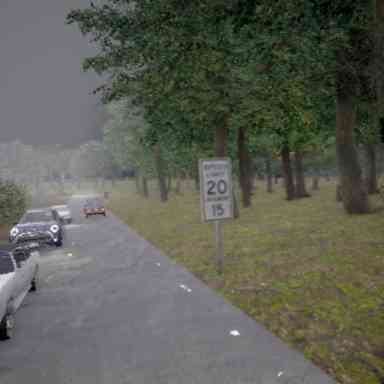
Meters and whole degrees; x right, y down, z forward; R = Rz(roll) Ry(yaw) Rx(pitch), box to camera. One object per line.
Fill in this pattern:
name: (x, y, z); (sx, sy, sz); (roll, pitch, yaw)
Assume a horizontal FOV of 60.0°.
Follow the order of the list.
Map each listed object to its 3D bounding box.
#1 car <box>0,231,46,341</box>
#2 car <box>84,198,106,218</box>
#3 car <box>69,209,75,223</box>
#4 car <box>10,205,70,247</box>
car: (-4.318, 1.835, 6.663); (1.895, 1.301, 4.718); (-4, 1, -18)
car: (-9.560, 1.705, 32.822); (2.033, 1.411, 5.357); (-4, 1, -18)
car: (-11.108, 1.871, 28.009); (1.812, 1.442, 4.674); (-4, 1, -17)
car: (-7.375, 1.665, 16.223); (2.097, 1.767, 4.553); (-4, 1, -18)
